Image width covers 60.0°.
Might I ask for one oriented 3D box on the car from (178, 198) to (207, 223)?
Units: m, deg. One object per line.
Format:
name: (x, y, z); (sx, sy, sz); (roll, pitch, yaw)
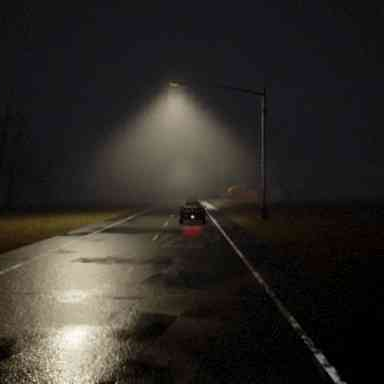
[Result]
car: (0.042, 1.464, 25.216); (1.837, 1.490, 4.892); (0, 0, 0)
